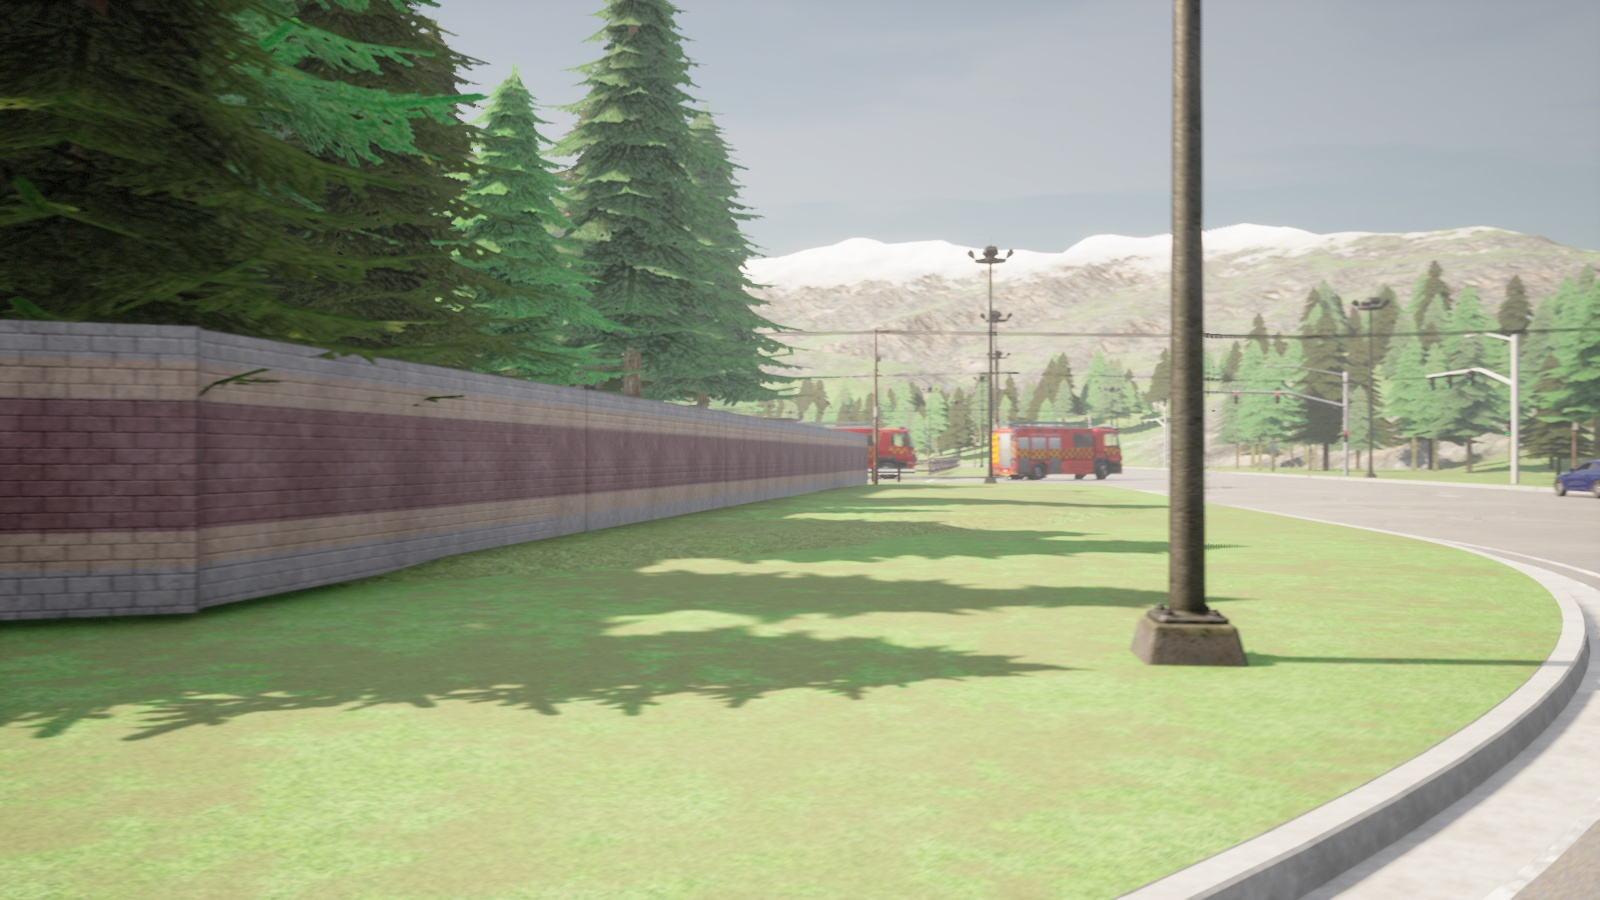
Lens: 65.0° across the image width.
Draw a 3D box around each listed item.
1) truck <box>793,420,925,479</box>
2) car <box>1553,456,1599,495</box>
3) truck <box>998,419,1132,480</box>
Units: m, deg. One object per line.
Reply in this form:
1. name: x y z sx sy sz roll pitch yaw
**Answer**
1. truck: 3.972 -0.012 83.733 8.468 3.827 2.891 0 0 10
2. car: 30.287 0.929 47.044 1.812 1.442 4.674 0 0 7
3. truck: 17.393 -0.053 82.300 8.468 3.827 2.891 0 0 -24
